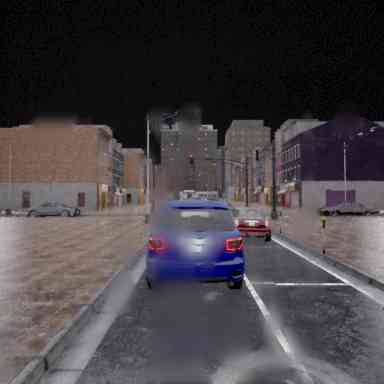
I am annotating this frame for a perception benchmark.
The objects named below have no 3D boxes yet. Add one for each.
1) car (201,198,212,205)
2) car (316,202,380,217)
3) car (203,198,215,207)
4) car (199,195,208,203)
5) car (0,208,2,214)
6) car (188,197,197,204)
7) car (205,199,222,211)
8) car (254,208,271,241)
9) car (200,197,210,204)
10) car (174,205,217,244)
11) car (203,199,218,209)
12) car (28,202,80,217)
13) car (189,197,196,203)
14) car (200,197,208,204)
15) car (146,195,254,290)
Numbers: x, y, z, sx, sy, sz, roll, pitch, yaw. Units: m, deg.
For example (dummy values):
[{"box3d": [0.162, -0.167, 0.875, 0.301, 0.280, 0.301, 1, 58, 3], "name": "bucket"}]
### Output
[{"box3d": [2.742, 1.845, 65.324, 1.947, 1.339, 4.313, 1, -1, 0], "name": "car"}, {"box3d": [14.756, 1.621, 31.606, 5.357, 1.411, 2.033, 0, -2, 3], "name": "car"}, {"box3d": [2.729, 1.715, 54.619, 1.752, 1.417, 4.829, 1, 0, 0], "name": "car"}, {"box3d": [2.769, 1.754, 81.640, 2.192, 1.841, 5.009, 1, -1, 0], "name": "car"}, {"box3d": [-20.982, 1.691, 31.917, 4.892, 1.490, 1.837, -1, -2, 0], "name": "car"}, {"box3d": [0.102, 1.888, 74.252, 2.128, 1.511, 4.902, 0, -1, 0], "name": "car"}, {"box3d": [2.714, 1.683, 43.576, 1.947, 1.339, 4.313, 1, 0, 0], "name": "car"}, {"box3d": [2.683, 1.462, 16.829, 1.967, 1.590, 4.097, 2, 0, 0], "name": "car"}, {"box3d": [2.750, 1.857, 70.932, 1.752, 1.417, 4.829, 1, -1, 0], "name": "car"}, {"box3d": [0.118, 1.499, 17.015, 1.882, 1.535, 5.008, 0, 0, -1], "name": "car"}, {"box3d": [2.720, 1.717, 49.012, 1.947, 1.339, 4.313, 1, 0, 0], "name": "car"}, {"box3d": [-11.927, 1.590, 28.895, 4.181, 1.385, 1.994, 0, -2, 0], "name": "car"}, {"box3d": [0.114, 1.969, 84.401, 1.837, 1.490, 4.892, 0, -1, 0], "name": "car"}, {"box3d": [2.758, 1.910, 76.369, 1.752, 1.417, 4.829, 1, -1, 0], "name": "car"}, {"box3d": [0.053, 1.230, 9.233, 2.150, 2.045, 5.566, 0, 0, -1], "name": "car"}]
